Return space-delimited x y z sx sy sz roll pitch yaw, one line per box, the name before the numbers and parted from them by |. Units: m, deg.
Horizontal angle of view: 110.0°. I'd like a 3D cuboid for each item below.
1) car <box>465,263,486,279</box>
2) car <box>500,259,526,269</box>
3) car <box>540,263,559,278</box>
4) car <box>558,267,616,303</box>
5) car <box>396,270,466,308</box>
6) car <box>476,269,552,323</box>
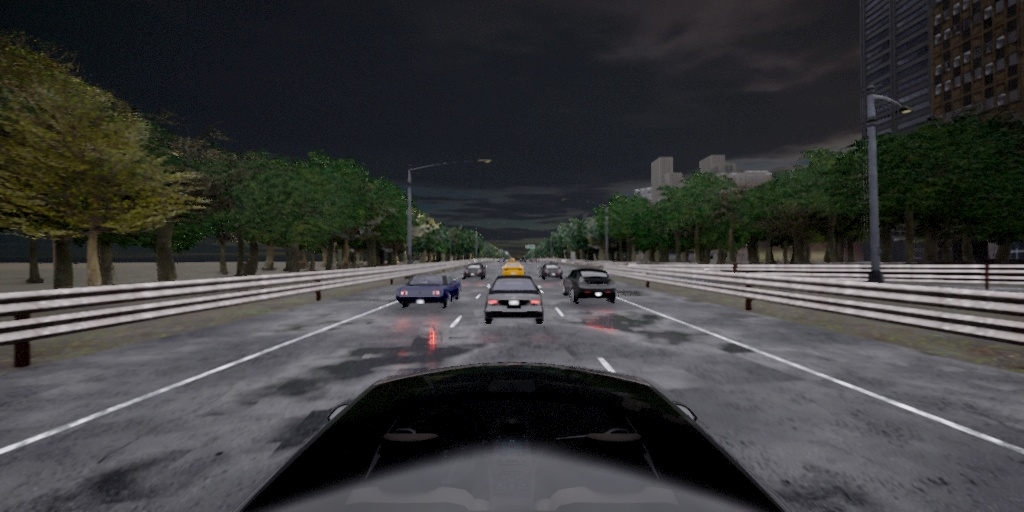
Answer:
car | -3.406 1.410 33.364 1.812 1.442 4.674 0 0 0
car | 0.100 1.362 33.968 1.882 1.535 5.008 0 0 0
car | 3.600 1.410 33.373 1.812 1.442 4.674 0 0 0
car | 3.589 1.343 17.283 1.837 1.490 4.892 0 0 0
car | -3.416 1.431 15.646 1.895 1.301 4.718 0 0 0
car | 0.069 1.360 12.450 2.033 1.411 5.357 0 0 0
